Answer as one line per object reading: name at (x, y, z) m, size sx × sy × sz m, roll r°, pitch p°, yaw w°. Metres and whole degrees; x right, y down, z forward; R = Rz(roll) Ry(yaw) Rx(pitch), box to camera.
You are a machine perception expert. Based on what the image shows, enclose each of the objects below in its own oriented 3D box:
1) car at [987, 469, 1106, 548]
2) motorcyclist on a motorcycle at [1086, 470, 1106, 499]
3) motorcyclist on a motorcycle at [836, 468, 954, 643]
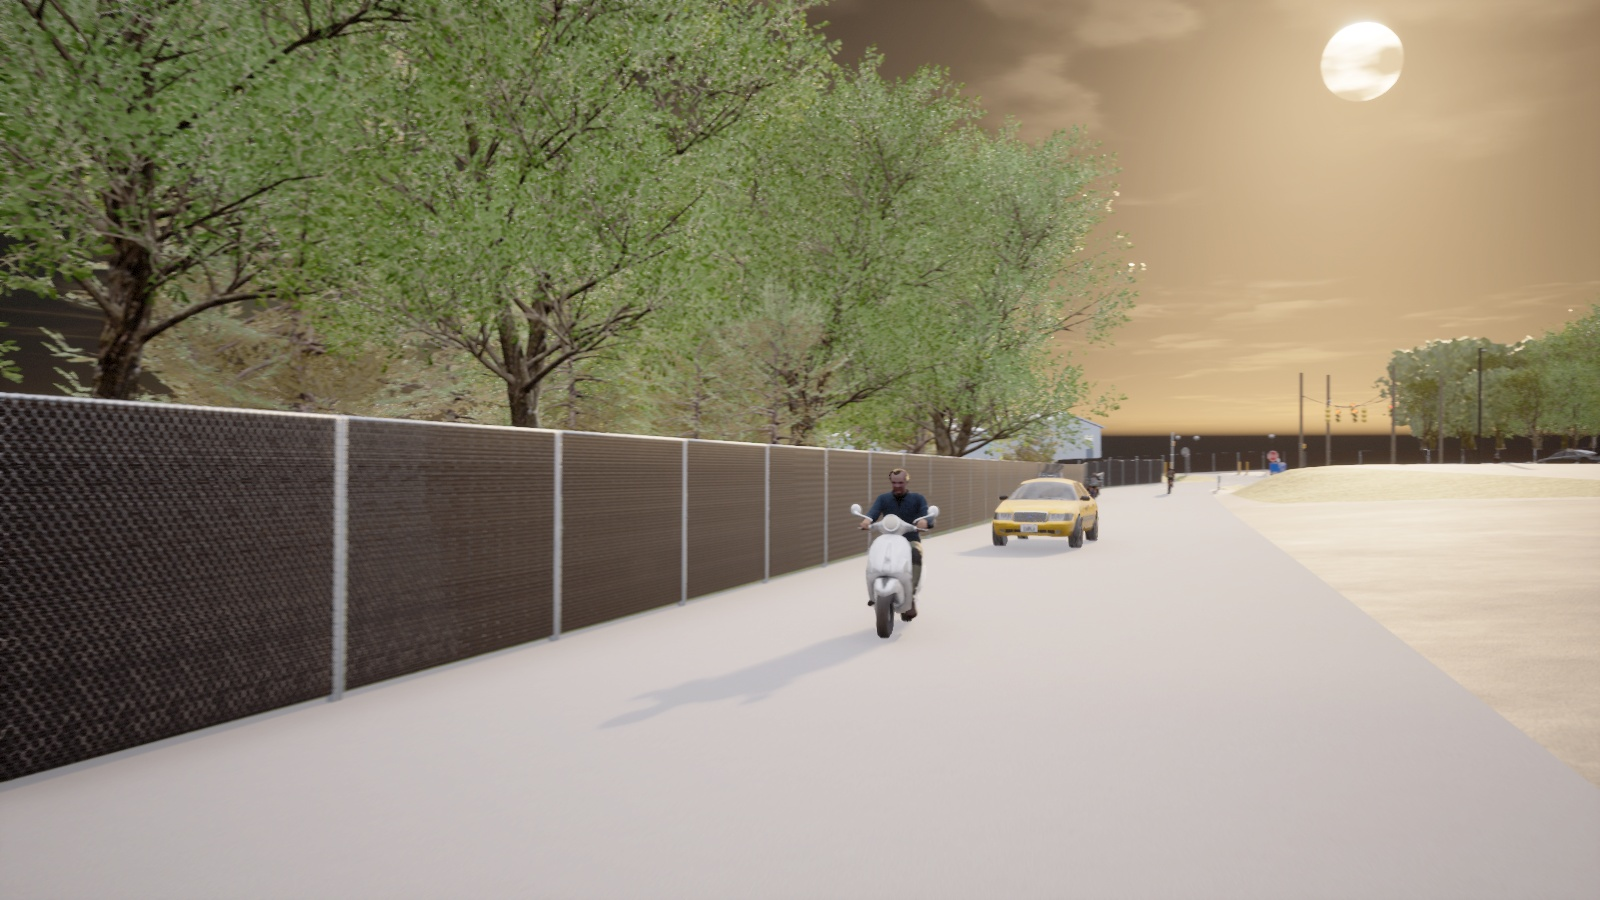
car at (5.568, 1.219, 27.824) m, size 1.801 × 1.575 × 5.366 m, roll -1°, pitch -1°, yaw 20°
motorcyclist on a motorcycle at (16.133, 1.890, 68.425) m, size 0.866 × 1.530 × 2.191 m, roll 0°, pitch 0°, yaw 18°
motorcyclist on a motorcycle at (0.972, 0.971, 12.366) m, size 0.866 × 1.590 × 1.817 m, roll 0°, pitch -1°, yaw 14°
